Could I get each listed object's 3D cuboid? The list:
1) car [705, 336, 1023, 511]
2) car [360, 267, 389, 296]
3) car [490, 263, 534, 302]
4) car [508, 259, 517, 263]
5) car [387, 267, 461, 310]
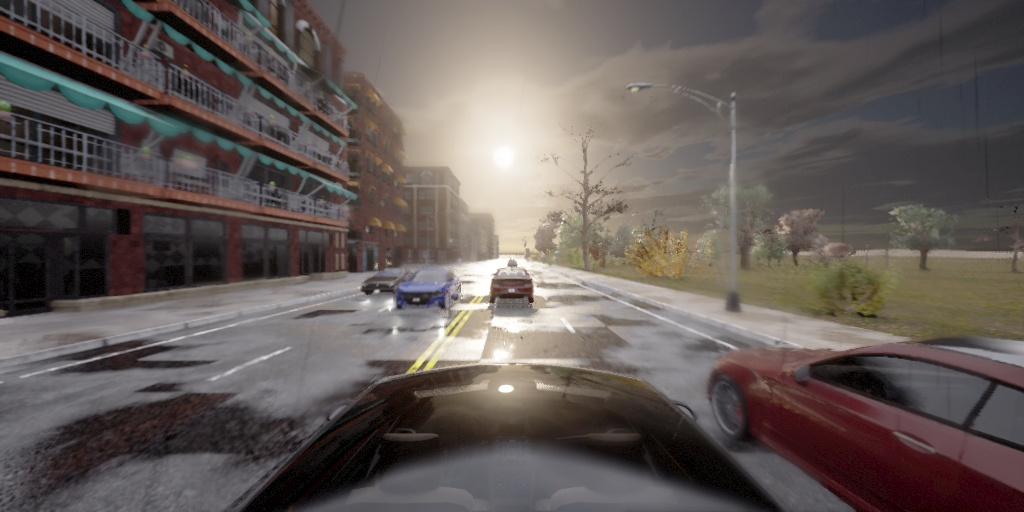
[{"bbox_3d":[3.251,1.278,2.400,1.812,1.442,4.674,0,0,0],"label":"car"},{"bbox_3d":[-6.550,1.339,20.076,2.033,1.411,5.357,0,0,0],"label":"car"},{"bbox_3d":[-0.008,1.263,17.137,1.882,1.535,5.008,0,0,0],"label":"car"},{"bbox_3d":[0.073,1.494,61.666,1.895,1.301,4.718,0,0,0],"label":"car"},{"bbox_3d":[-3.329,1.258,15.003,1.882,1.535,5.008,0,0,0],"label":"car"}]
